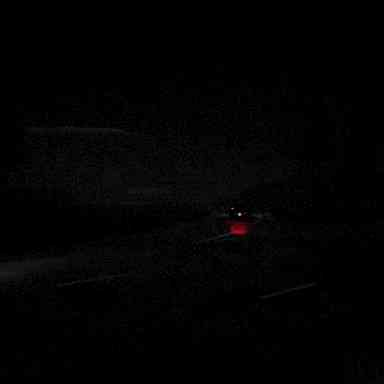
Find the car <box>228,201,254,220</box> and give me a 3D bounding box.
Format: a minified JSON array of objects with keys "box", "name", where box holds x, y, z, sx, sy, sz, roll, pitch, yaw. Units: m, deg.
[{"box":[4.210,1.509,28.735,1.837,1.490,4.892,1,0,10],"name":"car"}]
